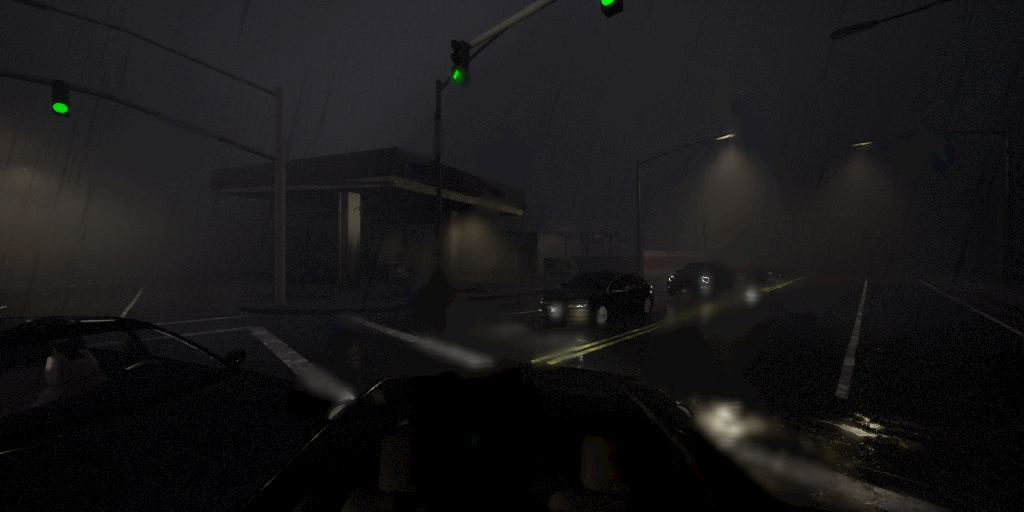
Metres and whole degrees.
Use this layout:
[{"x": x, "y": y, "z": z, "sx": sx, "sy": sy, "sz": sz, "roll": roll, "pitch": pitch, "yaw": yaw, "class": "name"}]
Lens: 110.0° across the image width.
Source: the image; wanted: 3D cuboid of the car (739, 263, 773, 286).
[{"x": 16.650, "y": 1.314, "z": 25.292, "sx": 1.994, "sy": 1.385, "sz": 4.181, "roll": 0, "pitch": 0, "yaw": 44, "class": "car"}]

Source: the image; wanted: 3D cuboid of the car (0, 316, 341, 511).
[{"x": -3.420, "y": 1.242, "z": 2.520, "sx": 4.902, "sy": 1.511, "sz": 2.128, "roll": 0, "pitch": 0, "yaw": 15, "class": "car"}]

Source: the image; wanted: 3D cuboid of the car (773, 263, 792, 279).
[{"x": 23.784, "y": 1.314, "z": 32.344, "sx": 4.181, "sy": 1.385, "sz": 1.994, "roll": 0, "pitch": 0, "yaw": -45, "class": "car"}]

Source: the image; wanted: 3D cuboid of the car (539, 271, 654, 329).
[{"x": 2.883, "y": 1.255, "z": 11.538, "sx": 1.837, "sy": 1.490, "sz": 4.892, "roll": 0, "pitch": 0, "yaw": 45, "class": "car"}]

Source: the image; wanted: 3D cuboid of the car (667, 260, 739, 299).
[{"x": 9.722, "y": 1.102, "z": 18.382, "sx": 4.553, "sy": 1.767, "sz": 2.097, "roll": 0, "pitch": 0, "yaw": -45, "class": "car"}]
